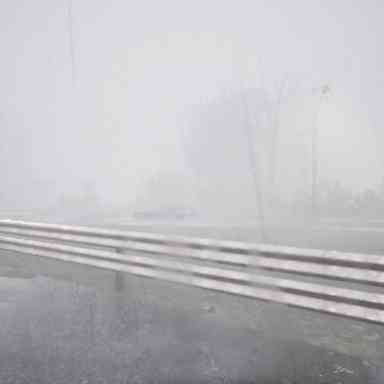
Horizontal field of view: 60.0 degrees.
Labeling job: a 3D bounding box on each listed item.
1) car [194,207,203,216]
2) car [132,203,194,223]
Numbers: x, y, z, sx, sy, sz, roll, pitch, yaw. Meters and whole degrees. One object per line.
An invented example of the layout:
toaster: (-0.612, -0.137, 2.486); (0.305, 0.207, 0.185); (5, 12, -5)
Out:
car: (-1.674, 1.741, 31.061); (5.357, 1.411, 2.033); (0, 0, 14)
car: (-2.527, 1.807, 27.667); (4.718, 1.301, 1.895); (0, 0, 14)
